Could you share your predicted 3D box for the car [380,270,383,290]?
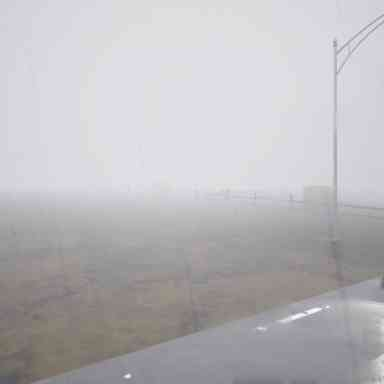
[{"bbox_3d":[6.039,1.558,7.392,4.181,1.385,1.994,0,0,-36],"label":"car"}]
